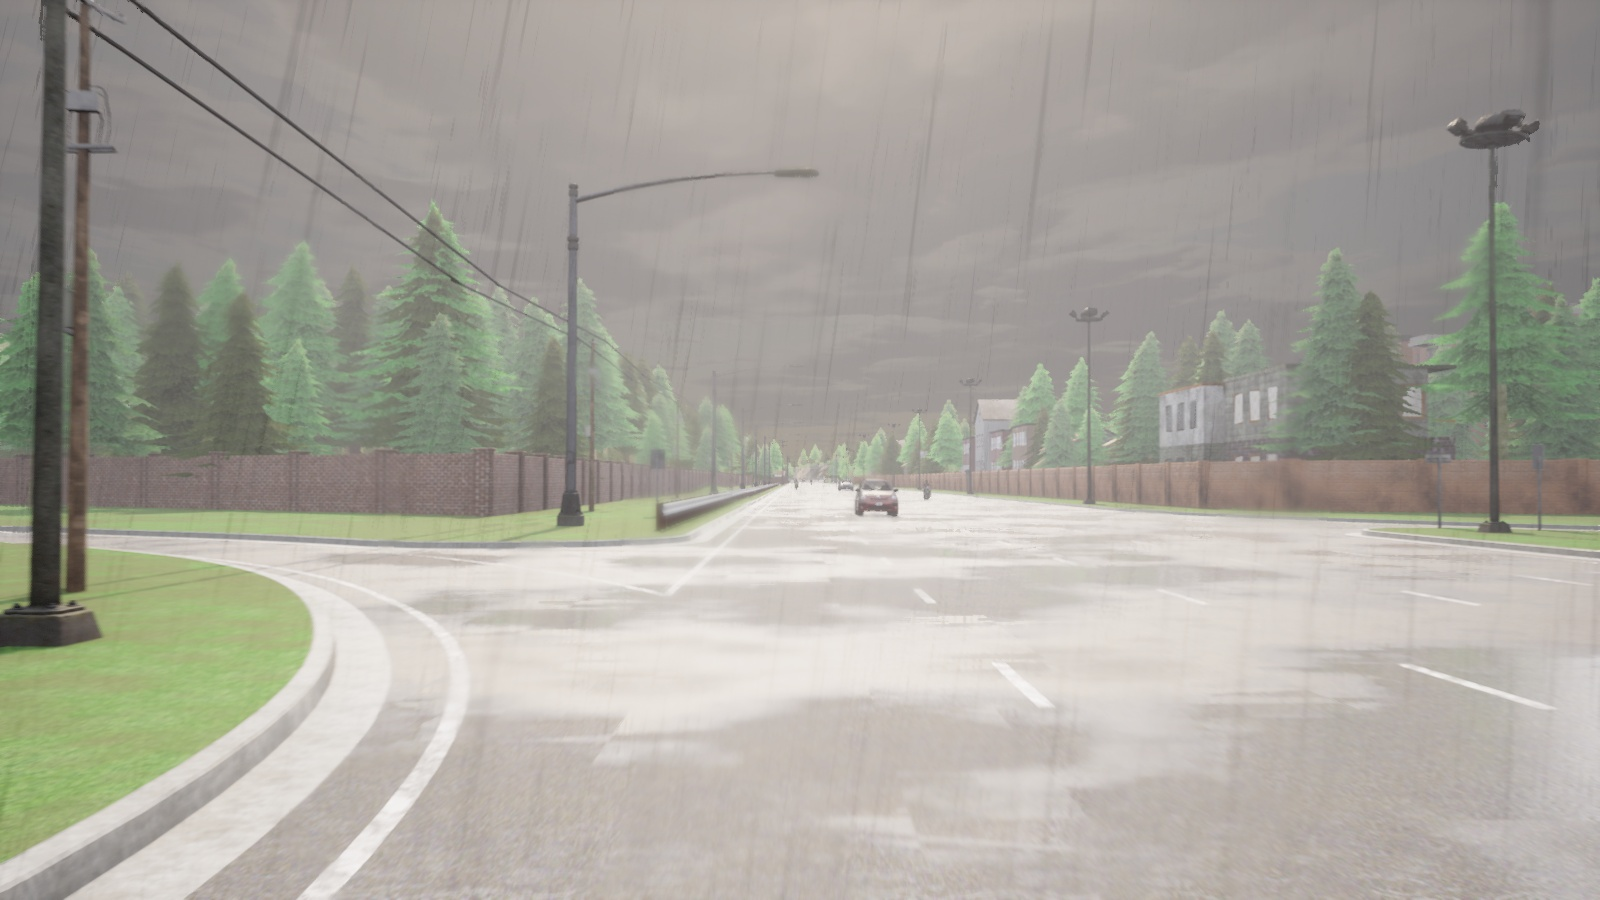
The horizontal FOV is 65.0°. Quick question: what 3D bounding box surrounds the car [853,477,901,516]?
[{"bbox_3d":[3.356,2.017,55.116,1.851,1.617,3.988,0,-1,0],"label":"car"}]
